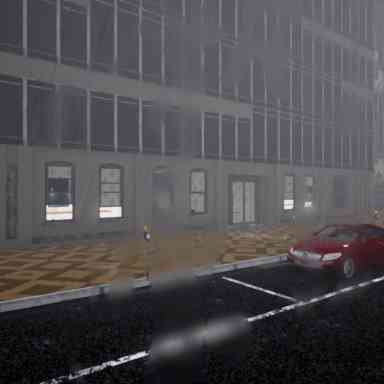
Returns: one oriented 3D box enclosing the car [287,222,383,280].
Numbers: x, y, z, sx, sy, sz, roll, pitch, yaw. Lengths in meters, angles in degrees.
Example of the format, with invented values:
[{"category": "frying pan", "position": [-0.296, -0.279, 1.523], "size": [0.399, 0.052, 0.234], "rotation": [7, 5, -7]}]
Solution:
[{"category": "car", "position": [4.639, 1.582, 9.892], "size": [4.206, 1.307, 1.802], "rotation": [0, 0, -36]}]
